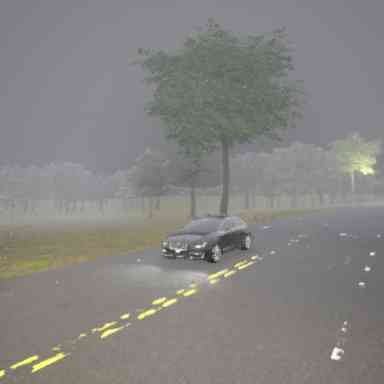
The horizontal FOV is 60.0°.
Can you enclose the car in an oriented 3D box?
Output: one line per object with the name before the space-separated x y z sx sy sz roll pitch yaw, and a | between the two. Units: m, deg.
car | 0.797 1.659 12.749 1.837 1.490 4.892 -1 -1 31
